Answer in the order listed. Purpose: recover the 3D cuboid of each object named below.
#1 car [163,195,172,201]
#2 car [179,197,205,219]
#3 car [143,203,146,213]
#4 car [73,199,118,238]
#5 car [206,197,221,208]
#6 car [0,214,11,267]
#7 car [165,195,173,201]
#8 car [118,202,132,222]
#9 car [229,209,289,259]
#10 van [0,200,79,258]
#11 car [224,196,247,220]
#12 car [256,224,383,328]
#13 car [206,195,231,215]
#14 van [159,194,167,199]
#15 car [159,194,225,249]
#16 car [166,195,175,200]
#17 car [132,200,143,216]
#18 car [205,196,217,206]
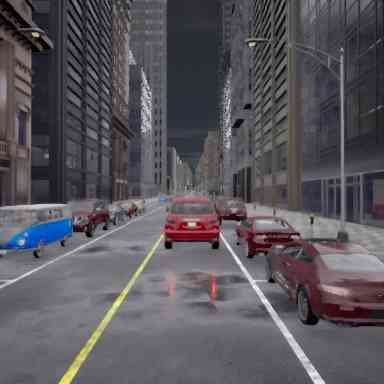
[{"bbox_3d":[-5.850,1.536,79.893,1.947,1.339,4.313,1,0,0],"label":"car"},{"bbox_3d":[0.000,1.362,29.620,2.097,1.767,4.553,0,0,0],"label":"car"},{"bbox_3d":[-5.849,1.518,34.726,1.752,1.417,4.829,1,0,0],"label":"car"},{"bbox_3d":[-5.847,1.313,18.022,2.192,1.841,5.009,1,0,0],"label":"car"},{"bbox_3d":[3.145,1.489,48.632,1.837,1.490,4.892,0,0,0],"label":"car"},{"bbox_3d":[-5.849,1.439,6.773,1.967,1.590,4.097,1,0,0],"label":"car"},{"bbox_3d":[-5.849,1.493,85.348,1.752,1.417,4.829,1,0,0],"label":"car"},{"bbox_3d":[-5.850,1.547,23.647,2.008,1.369,4.403,1,0,0],"label":"car"},{"bbox_3d":[2.676,1.543,12.394,1.887,1.381,4.507,1,0,0],"label":"car"},{"bbox_3d":[-5.847,1.339,12.397,1.690,1.788,3.998,1,0,0],"label":"van"},{"bbox_3d":[2.678,1.311,23.643,2.192,1.841,5.009,1,0,0],"label":"car"},{"bbox_3d":[2.676,1.580,6.769,1.802,1.307,4.206,1,0,0],"label":"car"},{"bbox_3d":[2.679,1.307,34.892,2.192,1.841,5.009,1,0,0],"label":"car"},{"bbox_3d":[-5.847,1.316,68.644,1.690,1.788,3.998,1,0,0],"label":"van"},{"bbox_3d":[0.000,1.257,14.680,2.150,2.045,5.566,0,0,0],"label":"car"},{"bbox_3d":[-5.850,1.516,91.143,2.008,1.369,4.403,1,0,0],"label":"car"},{"bbox_3d":[-5.849,1.539,29.271,1.887,1.381,4.507,1,0,0],"label":"car"},{"bbox_3d":[3.145,1.485,55.632,1.837,1.490,4.892,0,0,0],"label":"car"}]
